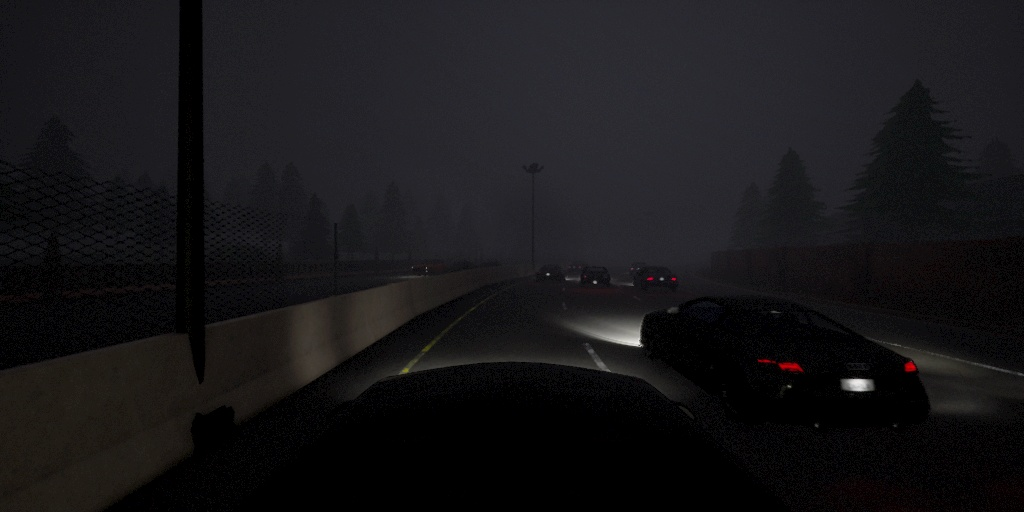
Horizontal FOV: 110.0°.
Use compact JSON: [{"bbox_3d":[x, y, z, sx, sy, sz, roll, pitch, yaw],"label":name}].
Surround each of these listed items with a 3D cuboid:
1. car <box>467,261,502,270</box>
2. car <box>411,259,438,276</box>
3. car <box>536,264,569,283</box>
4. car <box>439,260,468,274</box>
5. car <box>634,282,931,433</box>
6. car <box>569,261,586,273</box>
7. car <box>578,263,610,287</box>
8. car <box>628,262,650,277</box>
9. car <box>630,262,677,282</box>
[{"bbox_3d":[-2.350,1.281,35.618,1.837,1.490,4.892,0,0,18],"label":"car"},{"bbox_3d":[-8.816,1.124,38.282,2.097,1.767,4.553,0,0,18],"label":"car"},{"bbox_3d":[3.197,1.340,28.823,1.994,1.385,4.181,0,0,14],"label":"car"},{"bbox_3d":[-5.424,1.279,37.475,1.837,1.490,4.892,0,0,18],"label":"car"},{"bbox_3d":[3.624,1.321,5.759,1.994,1.385,4.181,0,0,0],"label":"car"},{"bbox_3d":[8.103,1.341,43.056,2.033,1.411,5.357,0,0,24],"label":"car"},{"bbox_3d":[5.844,1.377,25.196,1.895,1.301,4.718,0,0,13],"label":"car"},{"bbox_3d":[13.569,1.342,38.162,2.033,1.411,5.357,0,0,22],"label":"car"},{"bbox_3d":[8.723,1.323,22.100,2.033,1.411,5.357,0,0,11],"label":"car"}]
